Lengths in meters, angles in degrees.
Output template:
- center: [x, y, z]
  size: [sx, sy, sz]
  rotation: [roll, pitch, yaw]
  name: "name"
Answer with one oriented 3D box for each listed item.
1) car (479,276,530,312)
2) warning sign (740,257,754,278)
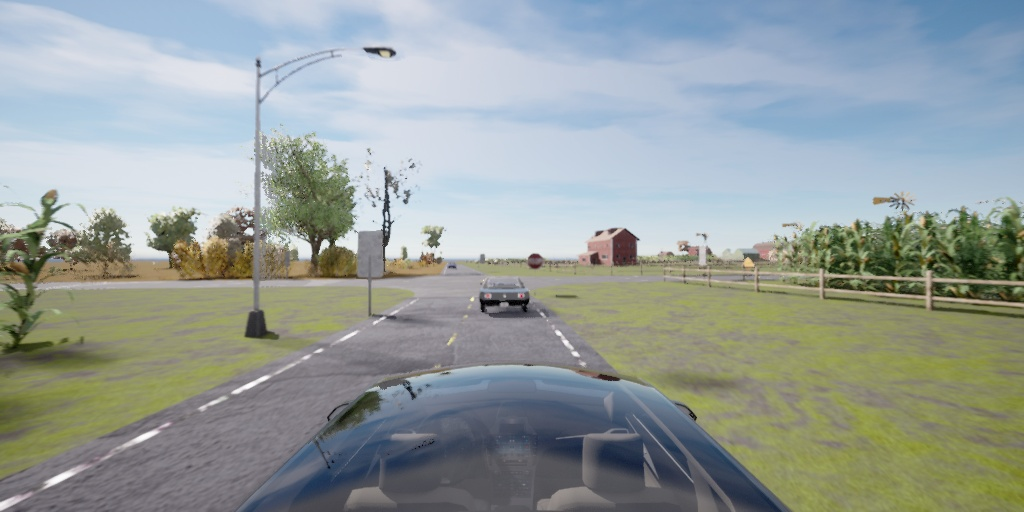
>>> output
- center: [-0.419, 1.500, 15.192]
  size: [1.895, 1.301, 4.718]
  rotation: [0, -1, -4]
  name: "car"
- center: [21.303, 1.034, 32.283]
  size: [1.060, 1.860, 1.300]
  rotation: [0, 0, -8]
  name: "warning sign"
